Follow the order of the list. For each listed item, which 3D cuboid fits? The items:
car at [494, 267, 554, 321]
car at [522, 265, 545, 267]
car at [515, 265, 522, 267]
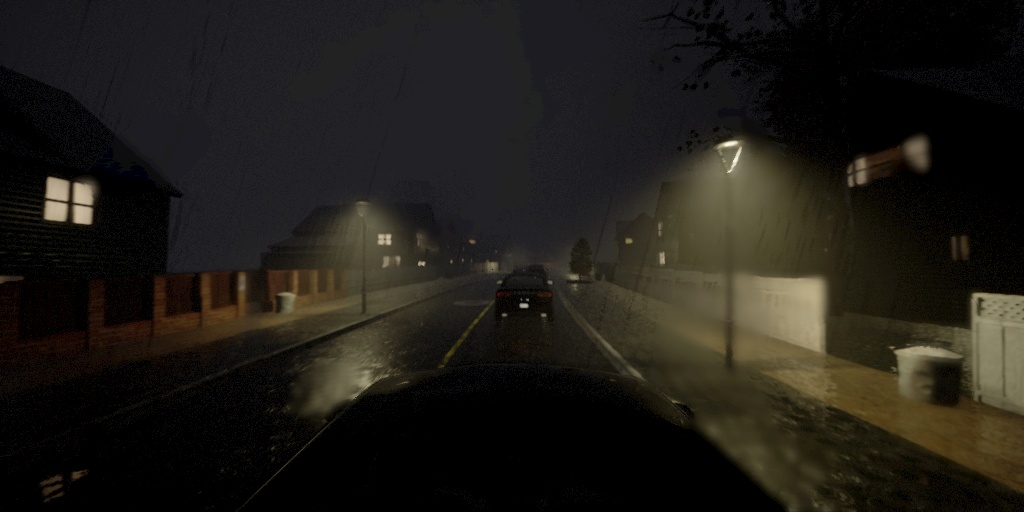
[{"bbox_3d":[0.470,1.336,13.055,1.882,1.535,5.008,0,-1,3],"label":"car"},{"bbox_3d":[2.281,1.535,32.652,1.837,1.490,4.892,0,0,7],"label":"car"},{"bbox_3d":[1.035,1.744,43.693,1.895,1.301,4.718,0,-1,10],"label":"car"}]
